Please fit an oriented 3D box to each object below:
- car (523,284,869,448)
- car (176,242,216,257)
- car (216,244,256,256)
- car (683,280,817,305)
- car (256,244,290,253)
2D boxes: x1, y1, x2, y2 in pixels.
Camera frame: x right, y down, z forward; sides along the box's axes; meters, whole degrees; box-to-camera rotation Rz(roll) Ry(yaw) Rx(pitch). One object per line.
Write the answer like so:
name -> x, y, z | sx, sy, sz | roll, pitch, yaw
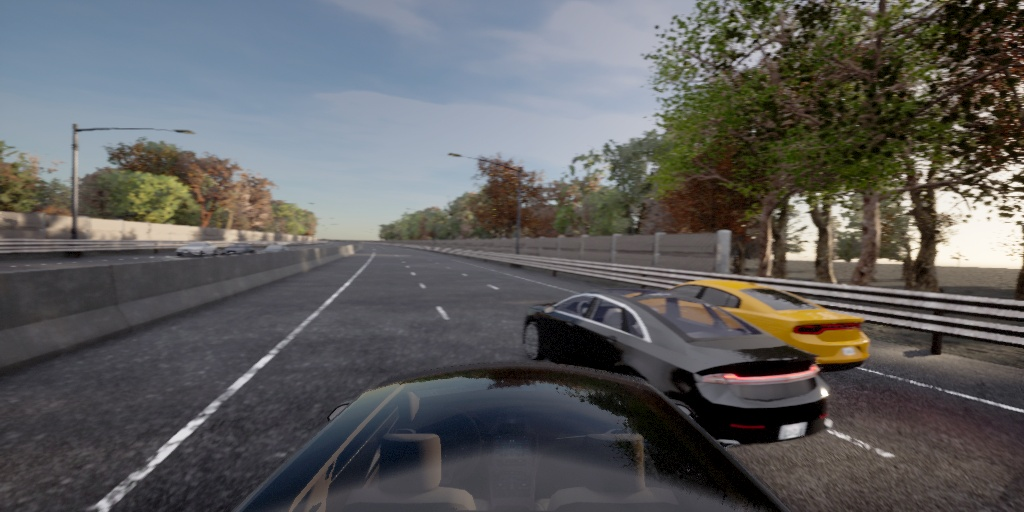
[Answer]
car -> 1.691, 1.231, 5.419 | 2.128, 1.511, 4.902 | 2, 1, -18
car -> -30.994, -0.701, 35.426 | 1.812, 1.442, 4.674 | 2, 1, -19
car -> -27.634, -0.557, 36.381 | 1.994, 1.385, 4.181 | 2, 2, -19
car -> 4.524, 1.270, 7.990 | 1.882, 1.535, 5.008 | 2, 1, -18
car -> -23.965, -0.456, 36.491 | 1.812, 1.442, 4.674 | 2, 2, -19
